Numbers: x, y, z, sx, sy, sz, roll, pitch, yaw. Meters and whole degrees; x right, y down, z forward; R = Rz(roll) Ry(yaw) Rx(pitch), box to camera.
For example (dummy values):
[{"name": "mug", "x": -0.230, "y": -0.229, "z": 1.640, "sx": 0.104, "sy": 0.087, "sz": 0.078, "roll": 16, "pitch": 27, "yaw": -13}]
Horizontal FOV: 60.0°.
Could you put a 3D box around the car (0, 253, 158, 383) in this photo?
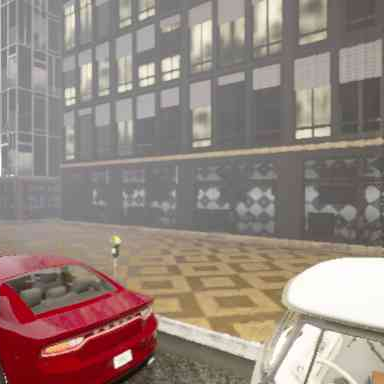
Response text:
[{"name": "car", "x": -2.517, "y": 1.555, "z": 4.663, "sx": 4.507, "sy": 1.381, "sz": 1.887, "roll": 0, "pitch": 0, "yaw": 35}]

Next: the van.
[{"name": "van", "x": 2.124, "y": 1.339, "z": 1.358, "sx": 3.998, "sy": 1.788, "sz": 1.690, "roll": 0, "pitch": 0, "yaw": 35}]
